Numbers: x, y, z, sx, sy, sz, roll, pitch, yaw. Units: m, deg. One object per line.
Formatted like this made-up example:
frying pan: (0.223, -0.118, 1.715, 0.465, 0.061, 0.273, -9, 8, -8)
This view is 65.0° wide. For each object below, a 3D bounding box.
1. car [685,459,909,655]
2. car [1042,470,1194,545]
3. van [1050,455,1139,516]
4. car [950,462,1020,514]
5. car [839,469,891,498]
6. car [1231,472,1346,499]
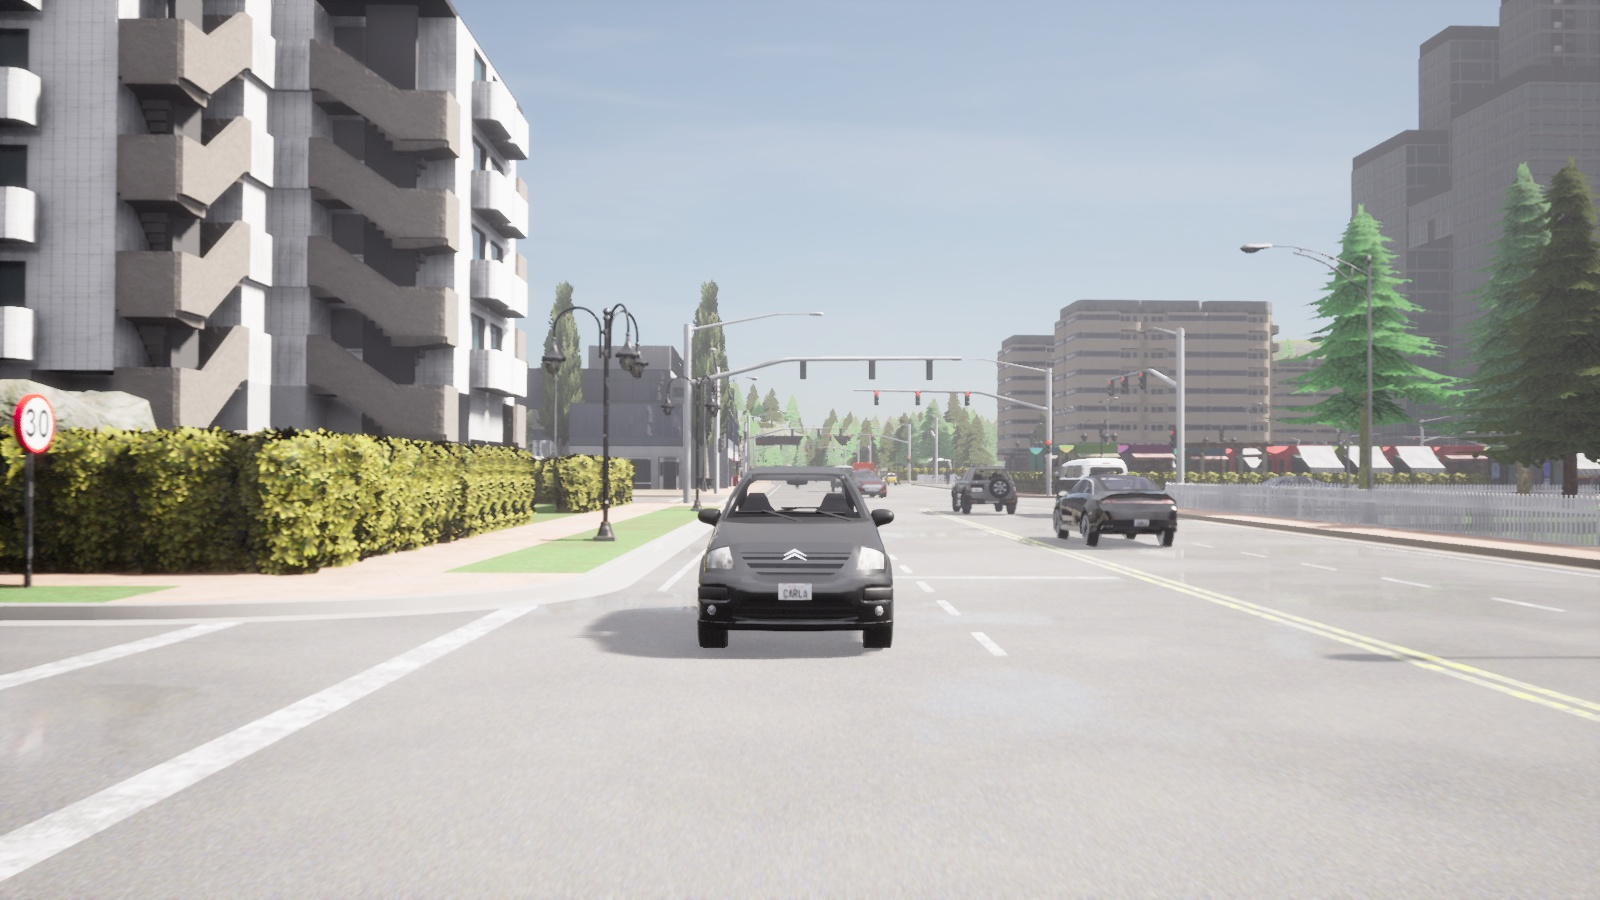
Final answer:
car: (-0.031, 0.921, 12.419, 1.851, 1.617, 3.988, 0, -1, 0)
car: (6.931, 1.211, 27.975, 2.128, 1.511, 4.902, 0, -1, 0)
van: (10.390, 1.243, 44.591, 2.069, 2.038, 4.480, 0, -1, 0)
car: (6.883, 1.394, 47.178, 1.932, 1.855, 4.605, 0, -1, 0)
car: (3.821, 1.979, 74.618, 2.033, 1.649, 4.856, 0, -1, -9)
car: (26.232, 1.888, 67.527, 5.357, 1.411, 2.033, 0, -1, -1)
